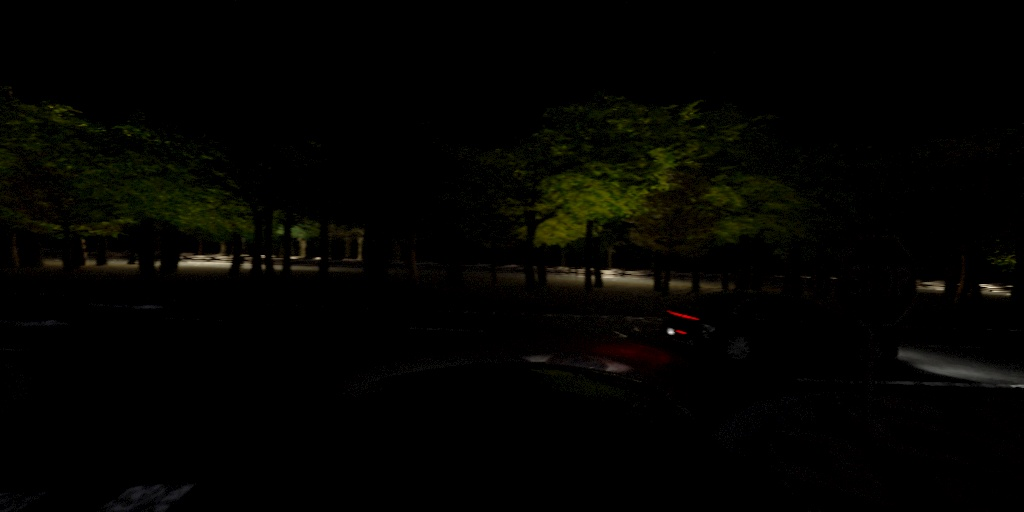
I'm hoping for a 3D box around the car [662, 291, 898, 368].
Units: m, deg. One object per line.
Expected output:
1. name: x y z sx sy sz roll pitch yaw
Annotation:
1. car: 6.142 1.609 8.466 4.892 1.490 1.837 2 -1 -1
